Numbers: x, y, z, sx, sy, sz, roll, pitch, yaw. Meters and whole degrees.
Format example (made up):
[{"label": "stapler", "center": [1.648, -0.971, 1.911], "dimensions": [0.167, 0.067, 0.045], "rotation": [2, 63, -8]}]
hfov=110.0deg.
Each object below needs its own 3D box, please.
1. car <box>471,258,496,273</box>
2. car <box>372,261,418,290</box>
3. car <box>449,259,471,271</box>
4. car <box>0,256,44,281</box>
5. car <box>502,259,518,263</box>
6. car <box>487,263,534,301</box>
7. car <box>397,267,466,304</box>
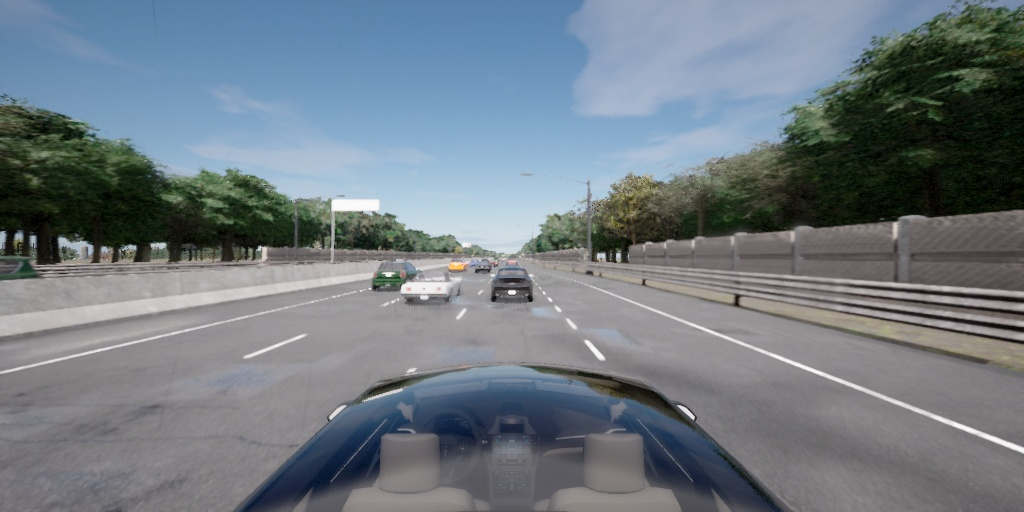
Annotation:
[{"label": "car", "center": [-3.493, 1.336, 44.587], "dimensions": [2.033, 1.411, 5.357], "rotation": [0, 0, 0]}, {"label": "car", "center": [-6.997, 1.118, 22.474], "dimensions": [2.097, 1.767, 4.553], "rotation": [0, 0, 0]}, {"label": "car", "center": [-6.992, 1.143, 47.109], "dimensions": [2.097, 1.767, 4.553], "rotation": [0, 0, 0]}, {"label": "car", "center": [-17.498, 0.999, 10.223], "dimensions": [2.150, 2.045, 5.566], "rotation": [0, 0, 0]}, {"label": "car", "center": [0.006, 1.352, 43.712], "dimensions": [1.994, 1.385, 4.181], "rotation": [0, 0, 0]}, {"label": "car", "center": [0.002, 1.268, 17.388], "dimensions": [1.837, 1.490, 4.892], "rotation": [0, 0, 0]}, {"label": "car", "center": [-3.497, 1.362, 16.570], "dimensions": [1.895, 1.301, 4.718], "rotation": [0, 0, 0]}]
